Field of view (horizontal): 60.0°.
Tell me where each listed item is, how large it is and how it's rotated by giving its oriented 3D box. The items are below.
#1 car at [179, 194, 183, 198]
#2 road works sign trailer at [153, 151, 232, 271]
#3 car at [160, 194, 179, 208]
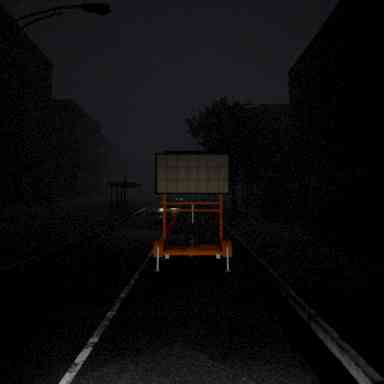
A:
[{"bbox_3d":[-3.347,0.933,85.571,1.994,1.385,4.181,0,0,0],"label":"car"},{"bbox_3d":[0.023,0.470,10.849,2.380,3.560,2.880,0,0,0],"label":"road works sign trailer"},{"bbox_3d":[-3.136,1.289,44.228,1.882,1.535,5.008,0,1,0],"label":"car"}]
